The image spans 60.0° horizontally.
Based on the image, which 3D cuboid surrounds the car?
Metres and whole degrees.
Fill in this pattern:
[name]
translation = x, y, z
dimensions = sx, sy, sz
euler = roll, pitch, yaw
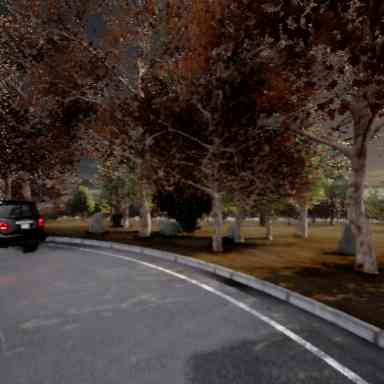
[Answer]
[car]
translation = -8.281, 1.358, 13.233
dimensions = 5.566, 2.045, 2.150
euler = -1, 0, 29
